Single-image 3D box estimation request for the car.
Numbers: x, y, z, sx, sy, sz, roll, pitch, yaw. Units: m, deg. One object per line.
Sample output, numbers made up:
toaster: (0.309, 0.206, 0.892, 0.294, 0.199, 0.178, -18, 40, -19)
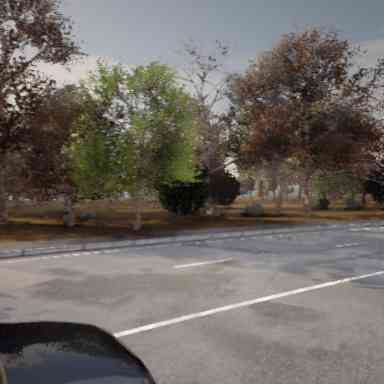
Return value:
car: (-2.209, 1.551, 2.035, 4.181, 1.385, 1.994, 0, 0, -36)
